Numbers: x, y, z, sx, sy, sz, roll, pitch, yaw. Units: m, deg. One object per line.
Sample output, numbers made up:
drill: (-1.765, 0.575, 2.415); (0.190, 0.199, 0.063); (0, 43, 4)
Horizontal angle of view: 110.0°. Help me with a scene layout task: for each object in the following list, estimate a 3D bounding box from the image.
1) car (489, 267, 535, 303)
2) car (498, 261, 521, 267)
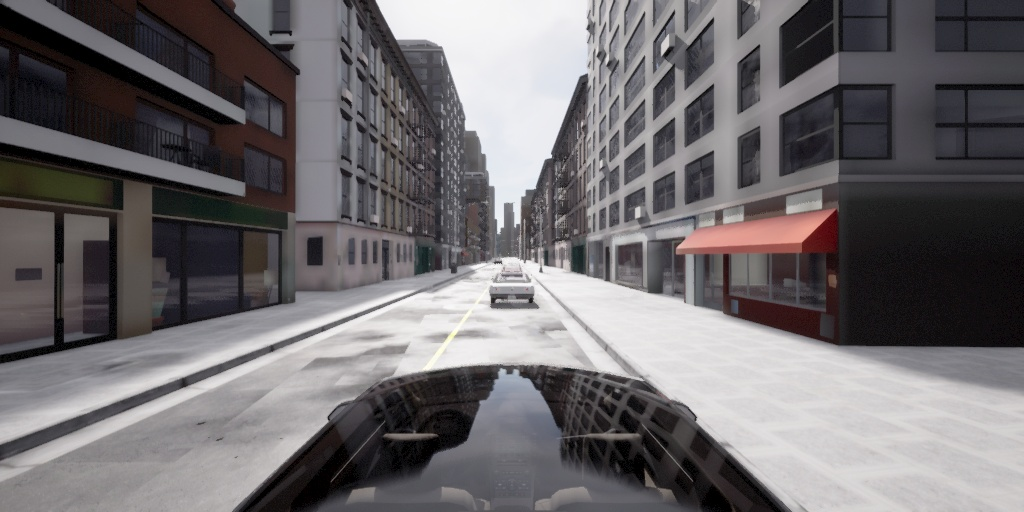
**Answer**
car: (0.000, 1.366, 16.530); (1.895, 1.301, 4.718); (0, 0, 0)
car: (0.000, 1.368, 31.530); (1.895, 1.301, 4.718); (0, 0, 0)
